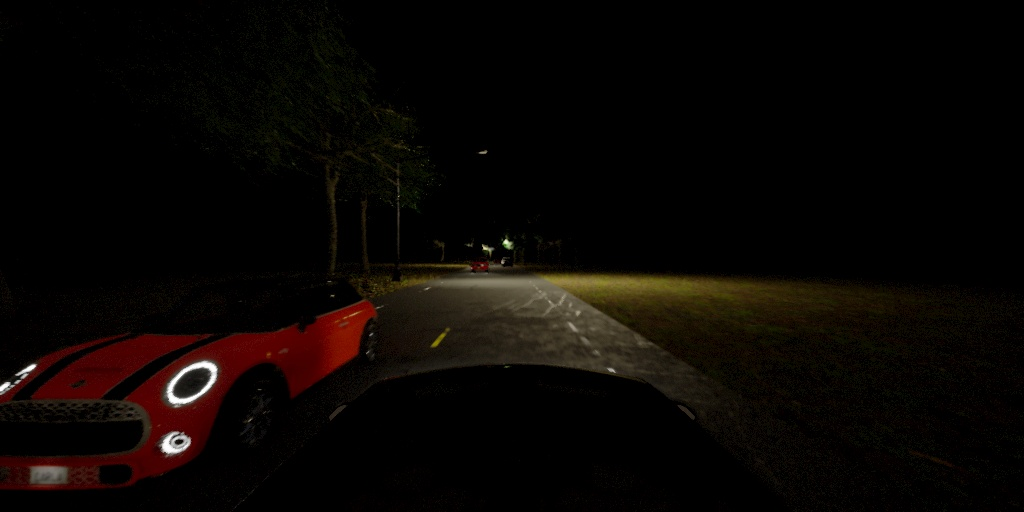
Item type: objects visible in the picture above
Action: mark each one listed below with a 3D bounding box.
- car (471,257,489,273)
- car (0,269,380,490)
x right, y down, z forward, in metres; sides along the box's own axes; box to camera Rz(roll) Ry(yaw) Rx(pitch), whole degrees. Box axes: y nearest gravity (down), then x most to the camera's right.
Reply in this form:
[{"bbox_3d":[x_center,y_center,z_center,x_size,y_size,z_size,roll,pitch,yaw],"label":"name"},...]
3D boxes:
[{"bbox_3d":[-4.301,1.140,48.571,2.150,2.045,5.566,0,0,-1],"label":"car"},{"bbox_3d":[-3.608,1.119,5.033,2.097,1.767,4.553,0,0,0],"label":"car"}]
